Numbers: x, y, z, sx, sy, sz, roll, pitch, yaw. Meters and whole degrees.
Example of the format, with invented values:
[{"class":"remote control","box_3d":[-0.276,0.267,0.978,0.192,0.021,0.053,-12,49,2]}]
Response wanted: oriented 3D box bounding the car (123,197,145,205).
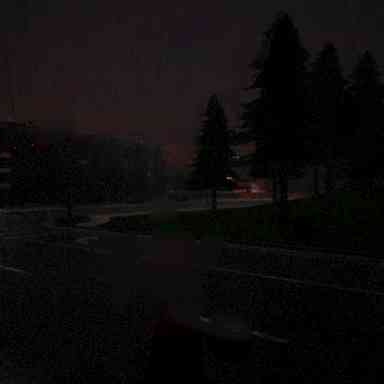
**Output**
[{"class":"car","box_3d":[-11.211,1.653,64.705,1.812,1.442,4.674,0,0,35]}]
